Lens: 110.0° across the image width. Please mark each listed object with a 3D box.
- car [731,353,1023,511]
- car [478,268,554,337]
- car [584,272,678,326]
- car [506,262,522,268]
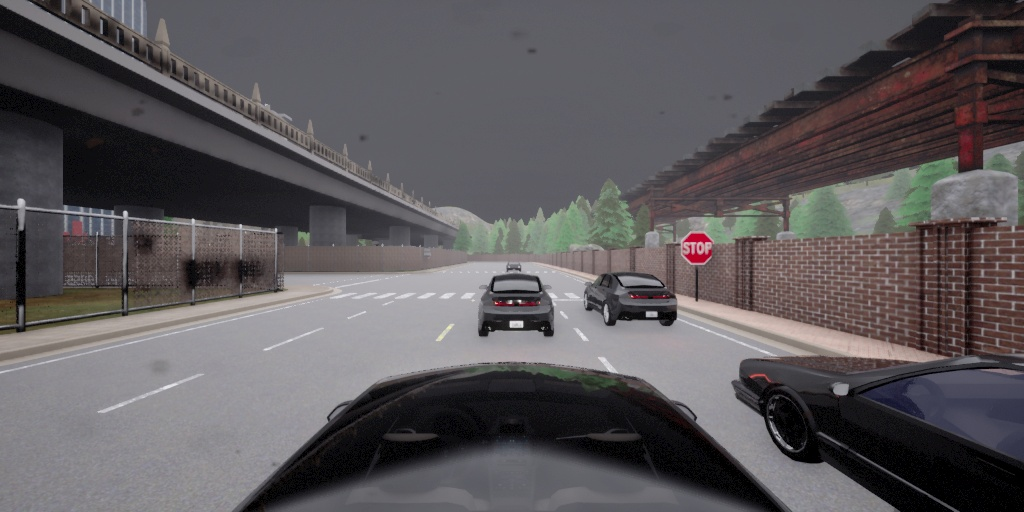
[{"bbox_3d":[3.600,1.297,1.904,2.033,1.411,5.357,0,0,0],"label":"car"},{"bbox_3d":[0.103,1.255,10.293,1.837,1.490,4.892,0,0,0],"label":"car"},{"bbox_3d":[3.605,1.255,11.651,1.837,1.490,4.892,0,0,0],"label":"car"},{"bbox_3d":[0.218,1.351,45.474,1.895,1.301,4.718,0,0,-1],"label":"car"}]
